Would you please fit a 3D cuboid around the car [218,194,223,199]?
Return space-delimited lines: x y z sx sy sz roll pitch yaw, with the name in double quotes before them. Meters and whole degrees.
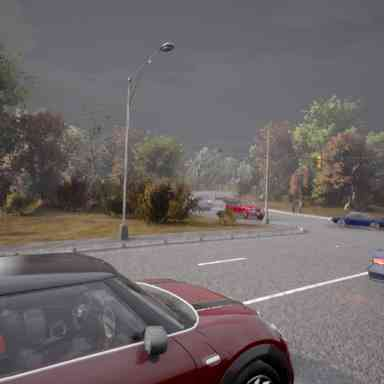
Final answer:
"car" 7.452 1.565 69.270 1.837 1.490 4.892 2 3 -8

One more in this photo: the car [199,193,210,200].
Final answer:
"car" 2.916 1.051 78.393 2.128 1.511 4.902 2 2 -1

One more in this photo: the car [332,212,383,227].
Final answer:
"car" 13.776 2.322 26.697 1.895 1.301 4.718 3 -2 -28

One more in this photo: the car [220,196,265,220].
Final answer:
"car" 5.574 1.813 35.676 2.150 2.045 5.566 3 -1 -22

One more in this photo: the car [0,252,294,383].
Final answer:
"car" -1.180 1.354 2.905 4.553 1.767 2.097 0 0 -36

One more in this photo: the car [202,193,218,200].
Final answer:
"car" 2.397 1.615 56.847 2.097 1.767 4.553 2 2 -12

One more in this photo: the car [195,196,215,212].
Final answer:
"car" 1.295 1.903 47.418 1.837 1.490 4.892 2 2 -17

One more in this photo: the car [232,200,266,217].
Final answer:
"car" 7.012 2.049 41.553 2.097 1.767 4.553 3 0 -20

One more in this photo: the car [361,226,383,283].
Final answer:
"car" 6.573 1.664 8.462 5.357 1.411 2.033 2 -1 -36
